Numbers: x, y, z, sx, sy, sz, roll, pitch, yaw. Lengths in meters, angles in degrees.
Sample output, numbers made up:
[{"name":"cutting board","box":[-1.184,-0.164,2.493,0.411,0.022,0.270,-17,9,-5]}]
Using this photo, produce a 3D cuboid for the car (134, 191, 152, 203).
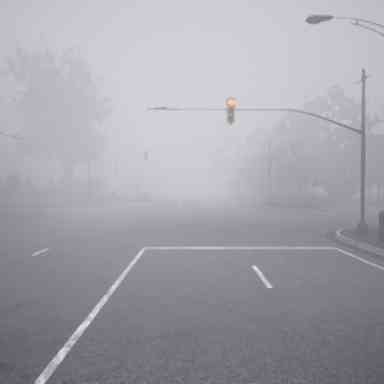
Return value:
[{"name":"car","box":[-6.985,0.628,47.866,2.097,1.767,4.553,0,1,0]}]
